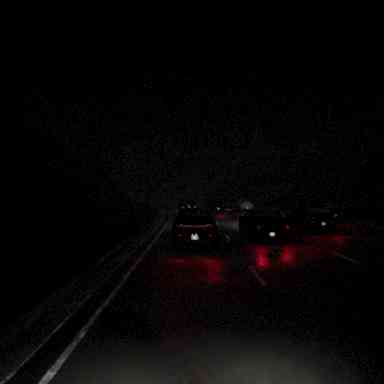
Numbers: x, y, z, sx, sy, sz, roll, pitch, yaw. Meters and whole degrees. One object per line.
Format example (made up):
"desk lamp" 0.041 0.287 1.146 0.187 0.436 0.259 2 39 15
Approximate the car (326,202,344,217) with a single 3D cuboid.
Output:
"car" 10.474 1.526 26.779 1.812 1.442 4.674 0 0 -2

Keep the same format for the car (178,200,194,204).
"car" -0.619 1.548 35.649 2.033 1.411 5.357 0 0 -6

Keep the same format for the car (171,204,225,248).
"car" 0.110 1.491 14.857 2.128 1.511 4.902 0 0 0

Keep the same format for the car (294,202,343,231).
"car" 7.095 1.526 20.247 1.812 1.442 4.674 0 0 0

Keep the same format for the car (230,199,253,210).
"car" 5.904 1.526 39.697 1.812 1.442 4.674 0 0 -7

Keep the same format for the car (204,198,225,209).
"car" 2.555 1.507 38.278 1.837 1.490 4.892 0 0 -7

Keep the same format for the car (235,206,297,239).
"car" 3.610 1.601 17.158 1.895 1.301 4.718 0 0 0
